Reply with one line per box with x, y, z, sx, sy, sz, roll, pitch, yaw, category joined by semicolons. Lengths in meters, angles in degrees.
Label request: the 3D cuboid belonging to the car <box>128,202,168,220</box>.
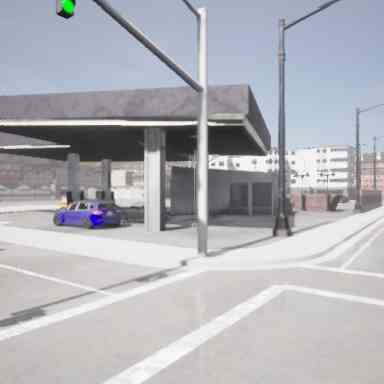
-3.785;1.468;25.547;3.806;1.475;1.970;0;0;36;car

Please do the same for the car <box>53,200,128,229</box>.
-6.499;1.307;20.427;4.611;1.667;2.242;0;0;36;car

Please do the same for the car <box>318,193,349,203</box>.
28.829;1.235;67.733;5.566;2.045;2.150;0;0;36;car

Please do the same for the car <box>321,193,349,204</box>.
27.152;1.488;64.629;5.008;1.535;1.882;0;0;36;car
